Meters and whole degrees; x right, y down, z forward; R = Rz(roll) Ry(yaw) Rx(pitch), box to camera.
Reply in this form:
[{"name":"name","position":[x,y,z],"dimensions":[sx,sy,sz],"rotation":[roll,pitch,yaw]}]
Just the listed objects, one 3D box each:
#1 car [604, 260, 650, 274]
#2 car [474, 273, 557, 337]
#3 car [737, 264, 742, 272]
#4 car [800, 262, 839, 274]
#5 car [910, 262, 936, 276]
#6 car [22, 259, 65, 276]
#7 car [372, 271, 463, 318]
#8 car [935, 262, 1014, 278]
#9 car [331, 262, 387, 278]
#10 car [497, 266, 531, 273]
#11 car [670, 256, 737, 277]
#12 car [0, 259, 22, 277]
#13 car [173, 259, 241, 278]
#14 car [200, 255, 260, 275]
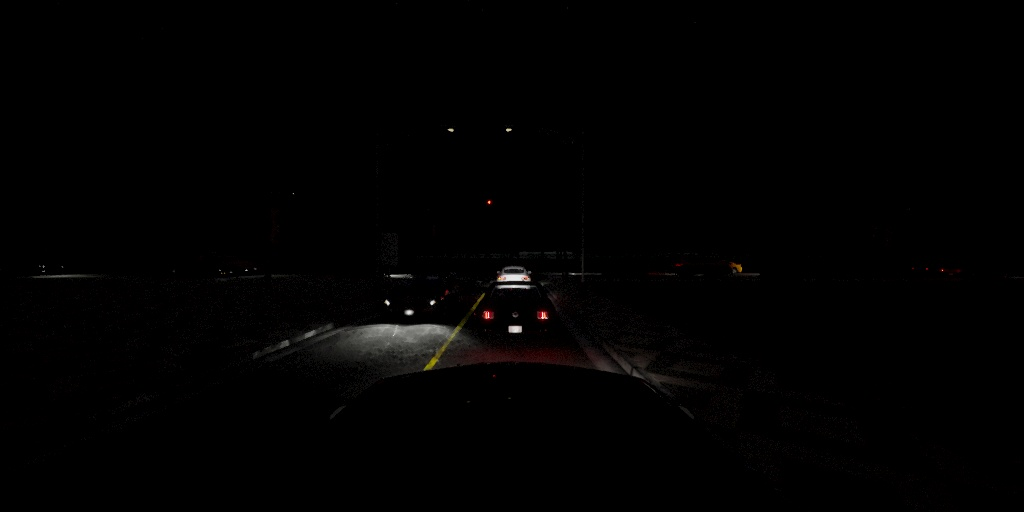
[{"name":"car","position":[12.633,1.231,39.575],"dimensions":[4.902,1.511,2.128],"rotation":[0,0,0]},{"name":"car","position":[0.108,1.350,10.237],"dimensions":[1.895,1.301,4.718],"rotation":[0,0,1]},{"name":"car","position":[22.479,1.217,39.489],"dimensions":[5.008,1.535,1.882],"rotation":[0,0,0]},{"name":"car","position":[32.804,1.340,39.394],"dimensions":[4.718,1.301,1.895],"rotation":[0,0,1]},{"name":"car","position":[43.335,1.304,35.905],"dimensions":[5.357,1.411,2.033],"rotation":[0,0,1]},{"name":"car","position":[-48.361,1.050,36.163],"dimensions":[4.553,1.767,2.097],"rotation":[0,0,-2]},{"name":"car","position":[-3.027,1.296,13.288],"dimensions":[2.033,1.411,5.357],"rotation":[0,0,1]},{"name":"car","position":[42.296,1.372,32.672],"dimensions":[4.718,1.301,1.895],"rotation":[0,0,1]},{"name":"car","position":[-13.976,1.363,33.092],"dimensions":[4.718,1.301,1.895],"rotation":[0,0,1]},{"name":"car","position":[0.113,1.274,20.221],"dimensions":[1.812,1.442,4.674],"rotation":[0,0,1]},{"name":"car","position":[18.893,0.979,36.071],"dimensions":[5.566,2.045,2.150],"rotation":[0,0,0]},{"name":"car","position":[-49.170,1.209,32.891],"dimensions":[4.902,1.511,2.128],"rotation":[0,0,-3]},{"name":"car","position":[-28.444,1.252,33.192],"dimensions":[4.892,1.490,1.837],"rotation":[0,0,0]},{"name":"car","position":[-28.858,0.955,36.449],"dimensions":[5.566,2.045,2.150],"rotation":[0,0,0]}]
